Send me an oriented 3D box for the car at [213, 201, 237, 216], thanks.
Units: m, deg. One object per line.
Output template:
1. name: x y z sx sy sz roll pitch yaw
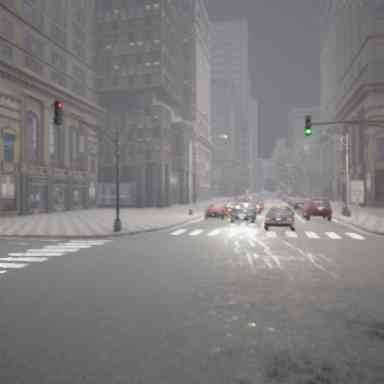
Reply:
1. car: 3.601 1.720 35.742 2.008 1.369 4.403 0 0 13

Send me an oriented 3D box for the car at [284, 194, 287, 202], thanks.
1. car: 18.356 1.579 60.697 1.967 1.590 4.097 0 0 13

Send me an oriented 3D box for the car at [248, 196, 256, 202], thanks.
1. car: 15.234 1.714 84.232 1.947 1.339 4.313 0 0 13

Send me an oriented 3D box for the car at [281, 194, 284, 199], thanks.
1. car: 22.233 1.676 76.862 1.947 1.339 4.313 0 0 13

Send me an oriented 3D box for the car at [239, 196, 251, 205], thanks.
1. car: 10.065 1.632 62.680 1.967 1.590 4.097 0 0 13

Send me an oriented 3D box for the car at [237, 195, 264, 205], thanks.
1. car: 6.509 1.507 36.409 2.097 1.767 4.553 0 0 14

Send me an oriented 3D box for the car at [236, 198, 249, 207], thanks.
1. car: 8.772 1.777 57.292 1.802 1.307 4.206 0 0 13

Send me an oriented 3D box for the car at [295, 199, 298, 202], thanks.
1. car: 11.892 1.661 33.755 1.887 1.381 4.507 0 0 13

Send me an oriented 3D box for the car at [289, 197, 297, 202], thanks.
1. car: 14.477 1.702 44.531 1.947 1.339 4.313 0 0 13

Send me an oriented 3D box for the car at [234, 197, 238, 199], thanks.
1. car: 4.894 1.726 41.129 1.887 1.381 4.507 0 0 13

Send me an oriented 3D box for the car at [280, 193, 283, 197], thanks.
1. car: 24.818 1.644 87.639 1.947 1.339 4.313 0 0 13

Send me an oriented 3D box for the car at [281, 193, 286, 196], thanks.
1. car: 23.566 1.620 82.416 1.752 1.417 4.829 0 0 13

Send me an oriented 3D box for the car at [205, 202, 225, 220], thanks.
1. car: 2.309 1.701 30.354 1.887 1.381 4.507 0 0 13

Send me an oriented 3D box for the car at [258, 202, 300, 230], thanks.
1. car: 5.860 1.653 21.912 2.033 1.411 5.357 0 0 18

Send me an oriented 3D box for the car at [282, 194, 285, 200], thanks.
1. car: 20.941 1.689 71.474 1.947 1.339 4.313 0 0 13

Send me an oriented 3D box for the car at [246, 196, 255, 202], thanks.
1. car: 13.942 1.745 78.844 1.802 1.307 4.206 0 0 13

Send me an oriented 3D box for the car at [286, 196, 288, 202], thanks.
1. car: 17.063 1.724 55.308 1.802 1.307 4.206 0 0 13

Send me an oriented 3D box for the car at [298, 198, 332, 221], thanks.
1. car: 10.600 1.419 28.369 2.192 1.841 5.009 0 0 13

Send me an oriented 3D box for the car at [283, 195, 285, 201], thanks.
1. car: 19.648 1.715 66.085 1.802 1.307 4.206 0 0 13

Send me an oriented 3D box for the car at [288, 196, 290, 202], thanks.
1. car: 15.810 1.666 50.085 1.752 1.417 4.829 0 0 13

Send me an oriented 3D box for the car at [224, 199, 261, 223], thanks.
1. car: 4.217 1.625 26.861 2.128 1.511 4.902 0 0 14

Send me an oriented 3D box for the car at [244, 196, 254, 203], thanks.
1. car: 12.650 1.617 73.456 1.967 1.590 4.097 0 0 13

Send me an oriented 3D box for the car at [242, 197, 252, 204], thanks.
1. car: 11.317 1.712 67.903 1.752 1.417 4.829 0 0 13
